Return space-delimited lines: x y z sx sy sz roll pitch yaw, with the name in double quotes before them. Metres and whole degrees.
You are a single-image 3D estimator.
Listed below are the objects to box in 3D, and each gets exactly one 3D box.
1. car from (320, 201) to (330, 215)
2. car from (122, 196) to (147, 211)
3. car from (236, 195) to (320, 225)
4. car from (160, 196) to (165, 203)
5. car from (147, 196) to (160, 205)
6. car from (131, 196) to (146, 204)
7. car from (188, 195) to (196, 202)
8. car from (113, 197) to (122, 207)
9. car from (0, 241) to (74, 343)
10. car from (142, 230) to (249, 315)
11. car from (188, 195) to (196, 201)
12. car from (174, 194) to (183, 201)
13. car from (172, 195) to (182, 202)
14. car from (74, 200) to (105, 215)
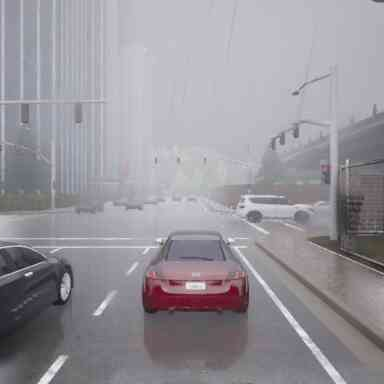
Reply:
"car" 12.370 1.581 31.754 4.674 1.442 1.812 0 0 -3
"car" -6.948 1.504 40.429 1.837 1.490 4.892 0 0 -3
"car" 6.076 1.264 24.509 5.566 2.045 2.150 1 1 5
"car" -6.992 1.593 72.506 1.895 1.301 4.718 0 0 0
"car" -7.072 1.525 57.182 1.812 1.442 4.674 0 0 0
"car" -10.511 1.547 65.853 2.033 1.411 5.357 0 0 1
"car" 0.016 1.478 74.791 1.882 1.535 5.008 0 0 0
"car" -10.589 1.503 50.179 1.837 1.490 4.892 0 0 0
"car" -3.441 1.505 5.198 1.837 1.490 4.892 0 0 0
"car" 0.073 1.564 7.654 1.994 1.385 4.181 0 0 0
"car" 0.009 1.478 85.198 1.882 1.535 5.008 0 0 0
"car" -3.491 1.386 84.669 2.128 1.511 4.902 0 0 0
"car" -3.492 1.495 74.245 1.837 1.490 4.892 0 0 0
"car" -10.597 1.579 34.936 2.033 1.411 5.357 0 0 0
